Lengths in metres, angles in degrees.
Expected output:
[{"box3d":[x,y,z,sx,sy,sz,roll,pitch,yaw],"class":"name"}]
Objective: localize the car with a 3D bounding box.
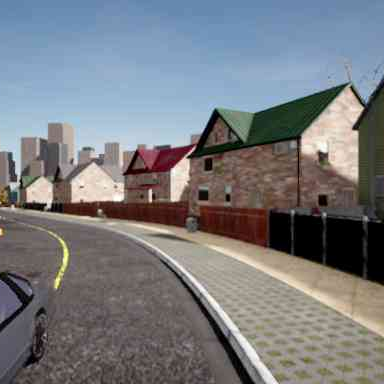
[{"box3d":[-2.768,1.577,3.094,2.033,1.411,5.357,0,-1,-7],"class":"car"}]
